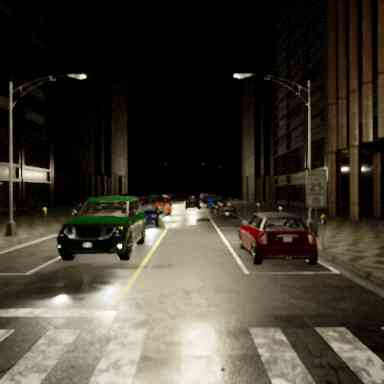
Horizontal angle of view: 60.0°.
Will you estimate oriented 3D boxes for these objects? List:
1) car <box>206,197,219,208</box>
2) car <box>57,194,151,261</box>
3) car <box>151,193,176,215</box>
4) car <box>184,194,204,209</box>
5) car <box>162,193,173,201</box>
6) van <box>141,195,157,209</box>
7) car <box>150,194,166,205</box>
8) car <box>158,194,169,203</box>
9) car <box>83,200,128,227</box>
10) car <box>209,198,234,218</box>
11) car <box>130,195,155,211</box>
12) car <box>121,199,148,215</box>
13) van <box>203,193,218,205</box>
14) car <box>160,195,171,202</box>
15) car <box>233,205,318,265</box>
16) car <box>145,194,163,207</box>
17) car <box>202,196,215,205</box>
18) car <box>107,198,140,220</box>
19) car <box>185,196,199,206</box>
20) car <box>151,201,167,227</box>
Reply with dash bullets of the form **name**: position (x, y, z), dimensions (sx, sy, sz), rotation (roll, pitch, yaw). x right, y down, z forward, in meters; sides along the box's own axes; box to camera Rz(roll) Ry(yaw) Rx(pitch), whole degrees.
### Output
- **car**: position (2.762, 1.474, 33.958), dimensions (1.947, 1.339, 4.313), rotation (0, 0, 0)
- **car**: position (-3.076, 1.195, 12.550), dimensions (2.150, 2.045, 5.566), rotation (0, 0, 0)
- **car**: position (-3.031, 1.284, 32.301), dimensions (2.097, 1.767, 4.553), rotation (0, 0, 0)
- **car**: position (0.097, 1.394, 42.232), dimensions (2.128, 1.511, 4.902), rotation (0, 0, 0)
- **car**: position (-5.762, 1.183, 78.816), dimensions (2.192, 1.841, 5.009), rotation (0, 0, 0)
- **van**: position (-5.763, 1.259, 45.158), dimensions (1.690, 1.788, 3.998), rotation (0, 0, 0)
- **car**: position (-5.762, 1.214, 56.377), dimensions (2.192, 1.841, 5.009), rotation (0, 0, 0)
- **car**: position (-5.762, 1.323, 67.597), dimensions (1.967, 1.590, 4.097), rotation (0, 0, 0)
- **car**: position (-5.763, 1.401, 22.722), dimensions (1.967, 1.590, 4.097), rotation (0, 0, 0)
- **car**: position (2.762, 1.470, 28.349), dimensions (2.008, 1.369, 4.403), rotation (0, 0, 0)
- **car**: position (-5.763, 1.243, 39.550), dimensions (2.192, 1.841, 5.009), rotation (0, 0, 0)
- **car**: position (-5.763, 1.489, 33.941), dimensions (2.008, 1.369, 4.403), rotation (0, 0, 0)
- **van**: position (2.762, 1.228, 45.176), dimensions (1.690, 1.788, 3.998), rotation (0, 0, 0)
- **car**: position (-5.761, 1.426, 73.207), dimensions (2.008, 1.369, 4.403), rotation (0, 0, 0)
- **car**: position (2.761, 1.395, 11.522), dimensions (1.967, 1.590, 4.097), rotation (0, 0, 0)
- **car**: position (-5.763, 1.223, 50.769), dimensions (2.192, 1.841, 5.009), rotation (0, 0, 0)
- **car**: position (2.763, 1.435, 56.394), dimensions (1.947, 1.339, 4.313), rotation (0, 0, 0)
- **car**: position (-5.763, 1.390, 28.331), dimensions (1.967, 1.590, 4.097), rotation (0, 0, 0)
- **car**: position (0.002, 1.432, 52.879), dimensions (2.033, 1.411, 5.357), rotation (0, 0, 0)
- **car**: position (-3.033, 1.516, 22.423), dimensions (1.994, 1.385, 4.181), rotation (0, 0, 1)
